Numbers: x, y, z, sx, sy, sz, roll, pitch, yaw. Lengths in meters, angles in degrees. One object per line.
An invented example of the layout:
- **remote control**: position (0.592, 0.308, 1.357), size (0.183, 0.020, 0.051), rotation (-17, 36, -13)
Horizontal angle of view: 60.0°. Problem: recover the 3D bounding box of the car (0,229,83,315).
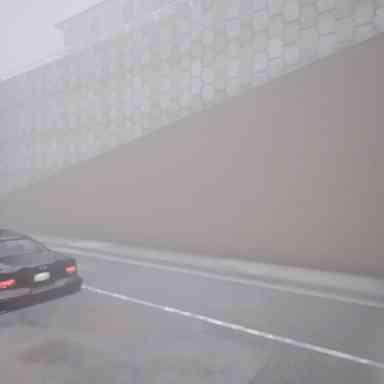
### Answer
- **car**: position (-4.695, 1.544, 7.345), size (5.357, 1.411, 2.033), rotation (0, 0, 36)
